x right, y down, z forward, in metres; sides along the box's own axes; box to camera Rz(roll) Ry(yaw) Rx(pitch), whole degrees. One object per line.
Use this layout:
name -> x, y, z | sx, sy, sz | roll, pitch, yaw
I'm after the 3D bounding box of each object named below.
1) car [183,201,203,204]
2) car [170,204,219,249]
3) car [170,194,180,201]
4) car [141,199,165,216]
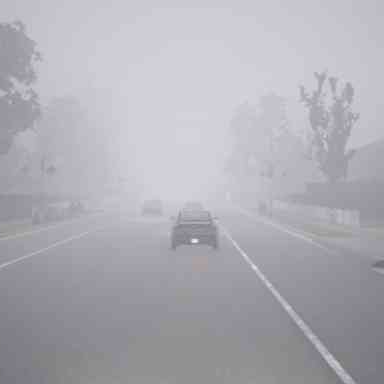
car -> 0.103, 1.489, 31.017 | 1.994, 1.385, 4.181 | 0, 0, 0
car -> 0.101, 1.495, 14.395 | 1.837, 1.490, 4.892 | 0, 0, 0
car -> -3.737, 1.203, 73.416 | 1.812, 1.442, 4.674 | 0, 0, -5
car -> -3.592, 1.401, 31.266 | 1.882, 1.535, 5.008 | 0, 0, 0
